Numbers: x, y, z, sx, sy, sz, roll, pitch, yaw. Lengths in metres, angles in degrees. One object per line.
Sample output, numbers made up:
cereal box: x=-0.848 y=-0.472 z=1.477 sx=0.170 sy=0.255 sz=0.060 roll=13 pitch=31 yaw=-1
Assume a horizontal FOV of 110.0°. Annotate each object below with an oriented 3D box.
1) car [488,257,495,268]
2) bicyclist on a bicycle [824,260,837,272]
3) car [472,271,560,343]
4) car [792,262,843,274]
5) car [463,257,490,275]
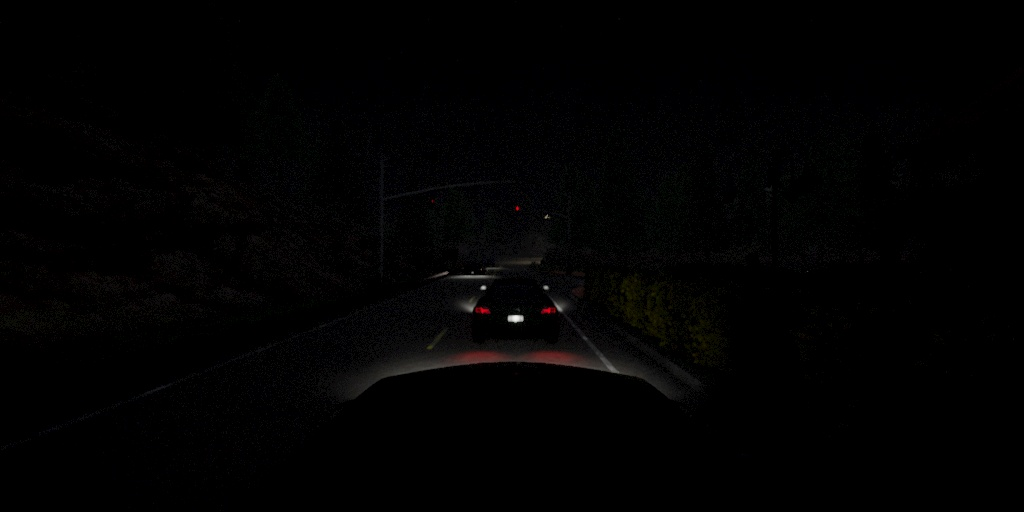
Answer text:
car: x=-3.597 y=0.914 z=54.185 sx=1.882 sy=1.535 sz=5.008 roll=0 pitch=0 yaw=0
bicyclist on a bicycle: x=19.815 y=1.091 z=22.124 sx=0.582 sy=1.620 sz=1.656 roll=0 pitch=0 yaw=0
car: x=0.075 y=1.267 z=9.509 sx=1.994 sy=1.385 sz=4.181 roll=0 pitch=0 yaw=0
car: x=25.786 y=1.238 z=29.534 sx=4.902 sy=1.511 sz=2.128 roll=0 pitch=0 yaw=1
car: x=-3.602 y=1.097 z=35.234 sx=2.033 sy=1.411 sz=5.357 roll=0 pitch=0 yaw=0
